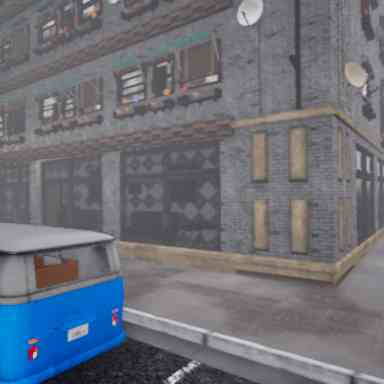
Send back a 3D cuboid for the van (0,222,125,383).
[{"bbox_3d":[-2.806,1.378,4.881,3.998,1.788,1.690,-1,-1,36],"label":"van"}]
